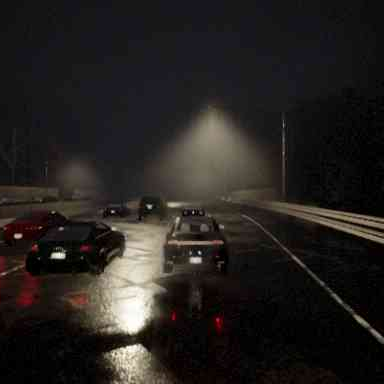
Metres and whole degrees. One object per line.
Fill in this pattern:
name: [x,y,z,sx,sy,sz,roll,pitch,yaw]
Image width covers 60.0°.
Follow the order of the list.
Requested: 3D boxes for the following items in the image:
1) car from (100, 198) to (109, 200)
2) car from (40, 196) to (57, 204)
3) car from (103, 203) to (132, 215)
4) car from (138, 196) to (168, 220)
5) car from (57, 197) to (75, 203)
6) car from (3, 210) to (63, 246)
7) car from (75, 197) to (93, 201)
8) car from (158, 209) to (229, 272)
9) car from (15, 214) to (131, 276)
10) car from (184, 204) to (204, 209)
car: [-17.493,1.816,66.699,2.033,1.411,5.357,0,0,0]
car: [-27.993,1.641,65.283,2.097,1.767,4.553,0,0,0]
car: [-6.898,1.686,31.019,1.994,1.385,4.181,0,0,0]
car: [-3.397,1.337,29.491,2.150,2.045,5.566,0,0,0]
car: [-24.493,1.813,66.085,1.812,1.442,4.674,0,0,0]
car: [-6.898,1.583,15.501,1.812,1.442,4.674,0,0,0]
car: [-20.993,1.789,66.085,1.837,1.490,4.892,0,0,0]
car: [0.099,1.531,10.890,2.128,1.511,4.902,0,0,0]
car: [-3.403,1.602,10.493,1.994,1.385,4.181,0,0,0]
car: [0.102,1.714,28.905,1.895,1.301,4.718,0,0,0]
